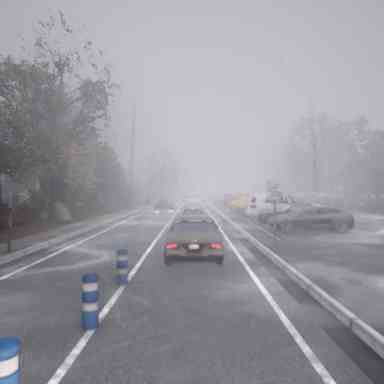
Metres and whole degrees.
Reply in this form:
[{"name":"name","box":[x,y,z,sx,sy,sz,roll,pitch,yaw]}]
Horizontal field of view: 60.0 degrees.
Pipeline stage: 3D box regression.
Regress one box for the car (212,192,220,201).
[{"name":"car","box":[6.967,1.271,63.569,5.366,1.575,1.946,0,0,0]}]

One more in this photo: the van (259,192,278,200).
[{"name":"van","box":[20.316,1.023,88.430,4.442,1.987,1.878,0,0,0]}]

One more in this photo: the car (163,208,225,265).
[{"name":"car","box":[0.072,1.506,11.475,2.033,1.411,5.357,0,0,0]}]

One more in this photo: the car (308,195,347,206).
[{"name":"car","box":[20.124,1.278,49.514,5.008,1.535,2.097,0,0,0]}]

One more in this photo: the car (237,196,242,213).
[{"name":"car","box":[6.890,1.411,30.265,4.892,1.521,2.231,0,1,0]}]

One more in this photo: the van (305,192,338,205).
[{"name":"van","box":[20.258,1.050,52.283,4.442,1.987,1.878,0,0,0]}]

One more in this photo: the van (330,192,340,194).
[{"name":"van","box":[19.988,1.058,46.729,4.442,1.987,1.878,0,0,0]}]

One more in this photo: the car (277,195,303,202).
[{"name":"car","box":[20.279,1.303,69.030,4.674,1.452,2.002,0,0,0]}]

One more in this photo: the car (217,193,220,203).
[{"name":"car","box":[7.056,1.310,55.239,4.792,1.488,2.163,0,0,0]}]

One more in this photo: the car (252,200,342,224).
[{"name":"car","box":[6.822,1.488,21.937,5.008,1.535,2.097,0,1,0]}]

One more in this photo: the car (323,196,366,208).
[{"name":"car","box":[20.103,1.321,43.977,4.792,1.488,2.163,0,0,0]}]

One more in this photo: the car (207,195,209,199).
[{"name":"car","box":[7.382,1.004,88.551,5.566,2.045,2.435,0,0,0]}]

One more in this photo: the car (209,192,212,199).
[{"name":"car","box":[7.034,1.265,71.897,5.366,1.575,1.946,0,0,0]}]

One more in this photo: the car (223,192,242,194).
[{"name":"car","box":[7.049,1.164,46.912,4.553,1.767,2.185,0,0,0]}]

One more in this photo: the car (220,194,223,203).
[{"name":"car","box":[7.070,1.315,49.686,4.792,1.488,2.163,0,0,0]}]

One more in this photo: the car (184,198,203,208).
[{"name":"car","box":[0.106,1.381,34.028,1.812,1.442,4.674,0,0,0]}]

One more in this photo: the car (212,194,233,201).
[{"name":"car","box":[7.281,1.261,80.224,5.008,1.535,2.097,0,0,0]}]

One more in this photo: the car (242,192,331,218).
[{"name":"car","box":[6.867,1.211,24.710,5.566,2.045,2.435,0,1,0]}]

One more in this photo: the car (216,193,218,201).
[{"name":"car","box":[7.078,1.308,58.015,4.792,1.488,2.163,0,0,0]}]

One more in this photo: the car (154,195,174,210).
[{"name":"car","box":[-3.317,1.187,39.950,2.097,1.767,4.553,0,0,0]}]

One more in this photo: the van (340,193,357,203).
[{"name":"van","box":[20.147,1.099,38.564,4.442,1.987,1.878,0,0,0]}]

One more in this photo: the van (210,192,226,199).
[{"name":"van","box":[7.282,1.099,94.088,4.442,1.987,1.878,0,-1,0]}]

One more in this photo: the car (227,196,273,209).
[{"name":"car","box":[7.159,1.309,41.365,5.366,1.575,1.946,0,0,0]}]

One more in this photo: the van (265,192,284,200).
[{"name":"van","box":[20.505,1.027,82.880,4.442,1.987,1.878,0,0,0]}]

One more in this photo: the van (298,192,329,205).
[{"name":"van","box":[20.047,1.048,55.055,4.442,1.987,1.878,0,0,0]}]

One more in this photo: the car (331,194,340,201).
[{"name":"car","box":[20.082,1.335,41.338,4.792,1.488,2.163,0,0,0]}]

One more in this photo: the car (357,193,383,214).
[{"name":"car","box":[20.014,1.125,32.901,5.566,2.045,2.435,0,1,0]}]

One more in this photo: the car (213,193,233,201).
[{"name":"car","box":[7.233,1.138,77.447,4.553,1.767,2.185,0,0,0]}]

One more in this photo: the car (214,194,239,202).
[{"name":"car","box":[7.191,1.271,69.119,4.892,1.521,2.231,0,0,0]}]

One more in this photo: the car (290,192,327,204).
[{"name":"car","box":[20.158,1.021,57.824,5.566,2.045,2.435,0,0,0]}]

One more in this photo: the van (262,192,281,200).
[{"name":"van","box":[20.526,1.025,85.525,4.442,1.987,1.878,0,0,0]}]

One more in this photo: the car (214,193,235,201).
[{"name":"car","box":[7.210,1.140,74.671,4.553,1.767,2.185,0,0,0]}]

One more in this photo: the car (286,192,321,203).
[{"name":"car","box":[20.180,1.018,60.594,5.566,2.045,2.435,0,0,0]}]

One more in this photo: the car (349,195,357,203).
[{"name":"car","box":[19.979,1.380,35.673,4.792,1.488,2.163,0,1,0]}]

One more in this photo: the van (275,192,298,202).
[{"name":"van","box":[20.415,1.035,71.800,4.442,1.987,1.878,0,0,0]}]

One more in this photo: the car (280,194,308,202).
[{"name":"car","box":[20.248,1.265,66.135,5.008,1.535,2.097,0,0,0]}]

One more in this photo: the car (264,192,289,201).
[{"name":"car","box":[20.337,1.003,80.110,5.566,2.045,2.435,0,0,0]}]

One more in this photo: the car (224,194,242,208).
[{"name":"car","box":[6.766,1.329,38.715,5.366,1.575,1.946,0,1,0]}]

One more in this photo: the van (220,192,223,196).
[{"name":"van","box":[7.179,1.057,52.461,4.442,1.987,1.878,0,0,0]}]

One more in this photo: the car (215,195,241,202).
[{"name":"car","box":[7.181,1.273,66.343,4.892,1.521,2.231,0,0,0]}]

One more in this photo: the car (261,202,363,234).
[{"name":"car","box":[6.765,1.544,19.161,4.792,1.488,2.163,0,1,0]}]

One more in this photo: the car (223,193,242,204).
[{"name":"car","box":[6.989,1.299,44.134,4.892,1.521,2.231,0,0,0]}]

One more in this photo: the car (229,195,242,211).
[{"name":"car","box":[6.721,1.380,33.042,5.366,1.575,1.946,0,1,0]}]
